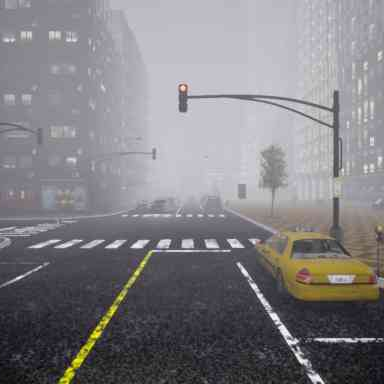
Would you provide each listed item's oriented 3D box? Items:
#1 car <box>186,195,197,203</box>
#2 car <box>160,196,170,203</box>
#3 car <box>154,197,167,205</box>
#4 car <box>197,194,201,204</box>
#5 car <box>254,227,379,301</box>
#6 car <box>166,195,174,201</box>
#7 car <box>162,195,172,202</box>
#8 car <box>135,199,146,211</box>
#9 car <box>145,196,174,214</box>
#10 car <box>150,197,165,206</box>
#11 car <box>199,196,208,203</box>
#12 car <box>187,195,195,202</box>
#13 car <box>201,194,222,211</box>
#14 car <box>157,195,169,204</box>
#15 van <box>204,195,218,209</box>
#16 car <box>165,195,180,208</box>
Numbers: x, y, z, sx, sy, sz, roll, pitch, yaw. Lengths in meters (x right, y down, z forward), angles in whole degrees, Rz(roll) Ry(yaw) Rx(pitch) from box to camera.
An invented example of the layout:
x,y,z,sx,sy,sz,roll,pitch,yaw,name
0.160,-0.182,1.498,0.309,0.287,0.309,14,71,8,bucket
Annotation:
x,y,z,sx,sy,sz,roll,pitch,yaw,name
-0.202,1.612,69.692,1.994,1.385,4.181,0,0,0,car
-5.907,1.648,73.643,1.802,1.307,4.206,0,0,0,car
-5.875,1.592,62.588,1.887,1.381,4.507,0,0,0,car
2.504,1.362,62.613,2.192,1.841,5.009,0,0,0,car
2.663,1.526,8.264,1.752,1.417,4.829,0,0,0,car
-5.954,1.624,90.052,1.752,1.417,4.829,0,0,0,car
-5.924,1.517,79.169,1.967,1.590,4.097,0,0,0,car
-5.810,1.568,40.483,2.008,1.369,4.403,0,0,0,car
-3.334,1.517,35.457,1.837,1.490,4.892,0,0,3,car
-5.859,1.588,57.062,2.008,1.369,4.403,0,0,0,car
2.473,1.611,73.667,1.887,1.381,4.507,0,0,0,car
-0.230,1.469,79.693,1.882,1.535,5.008,0,0,0,car
2.568,1.332,40.507,2.192,1.841,5.009,0,0,0,car
-5.892,1.497,68.116,1.967,1.590,4.097,0,0,0,car
2.552,1.364,46.033,1.690,1.788,3.998,0,0,0,van
-3.240,1.531,49.791,1.837,1.490,4.892,0,0,0,car
